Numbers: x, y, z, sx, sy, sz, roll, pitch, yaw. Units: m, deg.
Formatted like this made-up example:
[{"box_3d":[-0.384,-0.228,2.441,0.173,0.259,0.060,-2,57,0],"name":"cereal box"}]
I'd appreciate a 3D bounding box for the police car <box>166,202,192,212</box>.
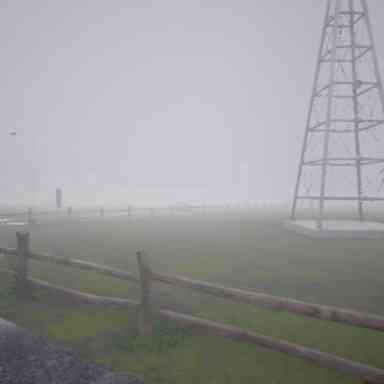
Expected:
[{"box_3d":[-2.111,2.315,52.502,2.038,1.542,4.974,1,-1,35],"name":"police car"}]
